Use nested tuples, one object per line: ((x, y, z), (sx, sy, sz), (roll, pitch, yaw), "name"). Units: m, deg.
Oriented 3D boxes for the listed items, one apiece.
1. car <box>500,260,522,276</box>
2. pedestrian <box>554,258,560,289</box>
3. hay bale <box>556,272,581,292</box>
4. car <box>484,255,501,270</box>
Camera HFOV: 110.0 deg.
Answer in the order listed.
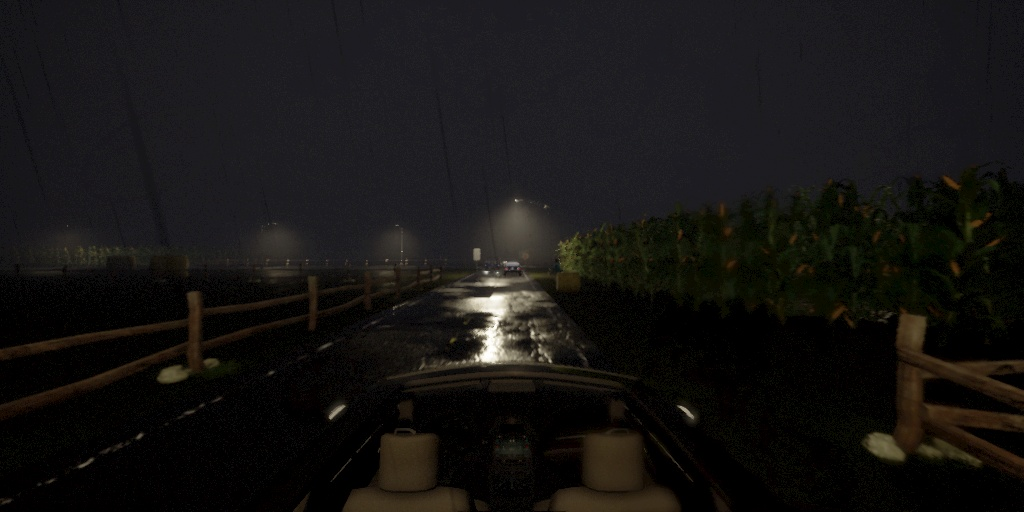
((0.067, 1.265, 37.543), (2.033, 1.411, 5.357), (0, 0, 0), "car")
((2.666, 1.028, 21.082), (0.375, 1.860, 0.375), (-1, 1, -5), "pedestrian")
((3.121, 1.392, 20.009), (1.220, 1.180, 1.240), (0, 0, 0), "hay bale")
((-2.761, 0.831, 52.440), (2.150, 2.045, 5.566), (0, 0, 0), "car")
